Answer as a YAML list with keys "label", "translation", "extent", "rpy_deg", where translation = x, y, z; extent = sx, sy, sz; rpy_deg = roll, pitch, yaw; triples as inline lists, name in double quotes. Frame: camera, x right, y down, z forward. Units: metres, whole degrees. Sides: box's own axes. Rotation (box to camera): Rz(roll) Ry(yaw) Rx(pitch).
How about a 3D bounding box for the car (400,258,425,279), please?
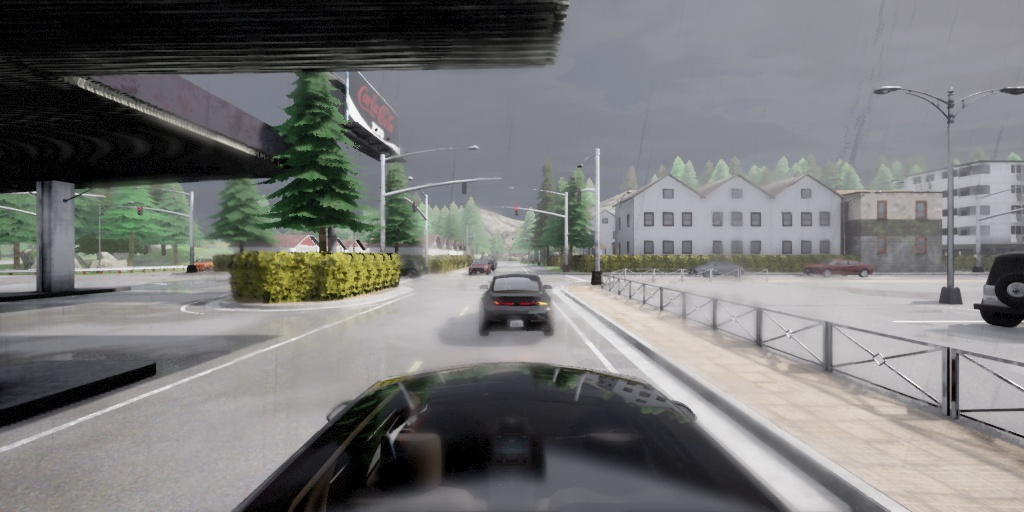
- label: "car"
  translation: [-9.856, 0.973, 30.792]
  extent: [4.553, 1.767, 2.097]
  rpy_deg: [3, 0, 0]

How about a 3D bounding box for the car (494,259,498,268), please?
- label: "car"
  translation: [-3.394, 0.971, 48.874]
  extent: [2.150, 2.045, 5.566]
  rpy_deg: [0, 0, 0]

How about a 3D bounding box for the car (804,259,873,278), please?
- label: "car"
  translation: [27.958, 1.036, 30.828]
  extent: [5.008, 1.535, 1.882]
  rpy_deg: [0, 0, 0]

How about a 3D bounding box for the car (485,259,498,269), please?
- label: "car"
  translation: [-3.371, 1.255, 59.103]
  extent: [1.837, 1.490, 4.892]
  rpy_deg: [0, 0, 0]

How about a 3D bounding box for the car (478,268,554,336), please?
- label: "car"
  translation: [0.116, 1.255, 10.348]
  extent: [1.837, 1.490, 4.892]
  rpy_deg: [0, 0, 0]

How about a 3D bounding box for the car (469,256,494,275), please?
- label: "car"
  translation: [-3.417, 1.101, 38.635]
  extent: [2.097, 1.767, 4.553]
  rpy_deg: [0, 0, 0]

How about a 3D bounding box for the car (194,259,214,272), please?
- label: "car"
  translation: [-37.103, 1.102, 44.491]
  extent: [2.097, 1.767, 4.553]
  rpy_deg: [0, 0, 0]

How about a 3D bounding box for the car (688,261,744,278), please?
- label: "car"
  translation: [17.494, 1.122, 30.818]
  extent: [4.181, 1.385, 1.994]
  rpy_deg: [0, 0, 0]
